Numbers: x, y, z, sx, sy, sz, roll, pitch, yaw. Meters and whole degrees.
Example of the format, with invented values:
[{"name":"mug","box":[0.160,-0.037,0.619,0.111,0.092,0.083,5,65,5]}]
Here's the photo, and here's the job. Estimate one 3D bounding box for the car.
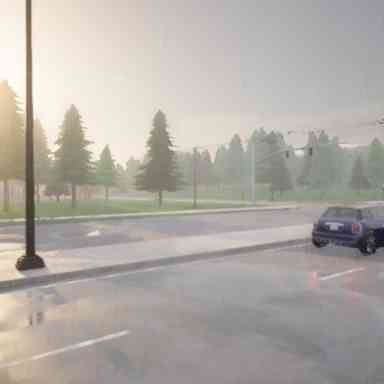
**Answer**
[{"name":"car","box":[6.764,1.263,12.997,4.553,1.767,2.097,0,0,-35]}]
